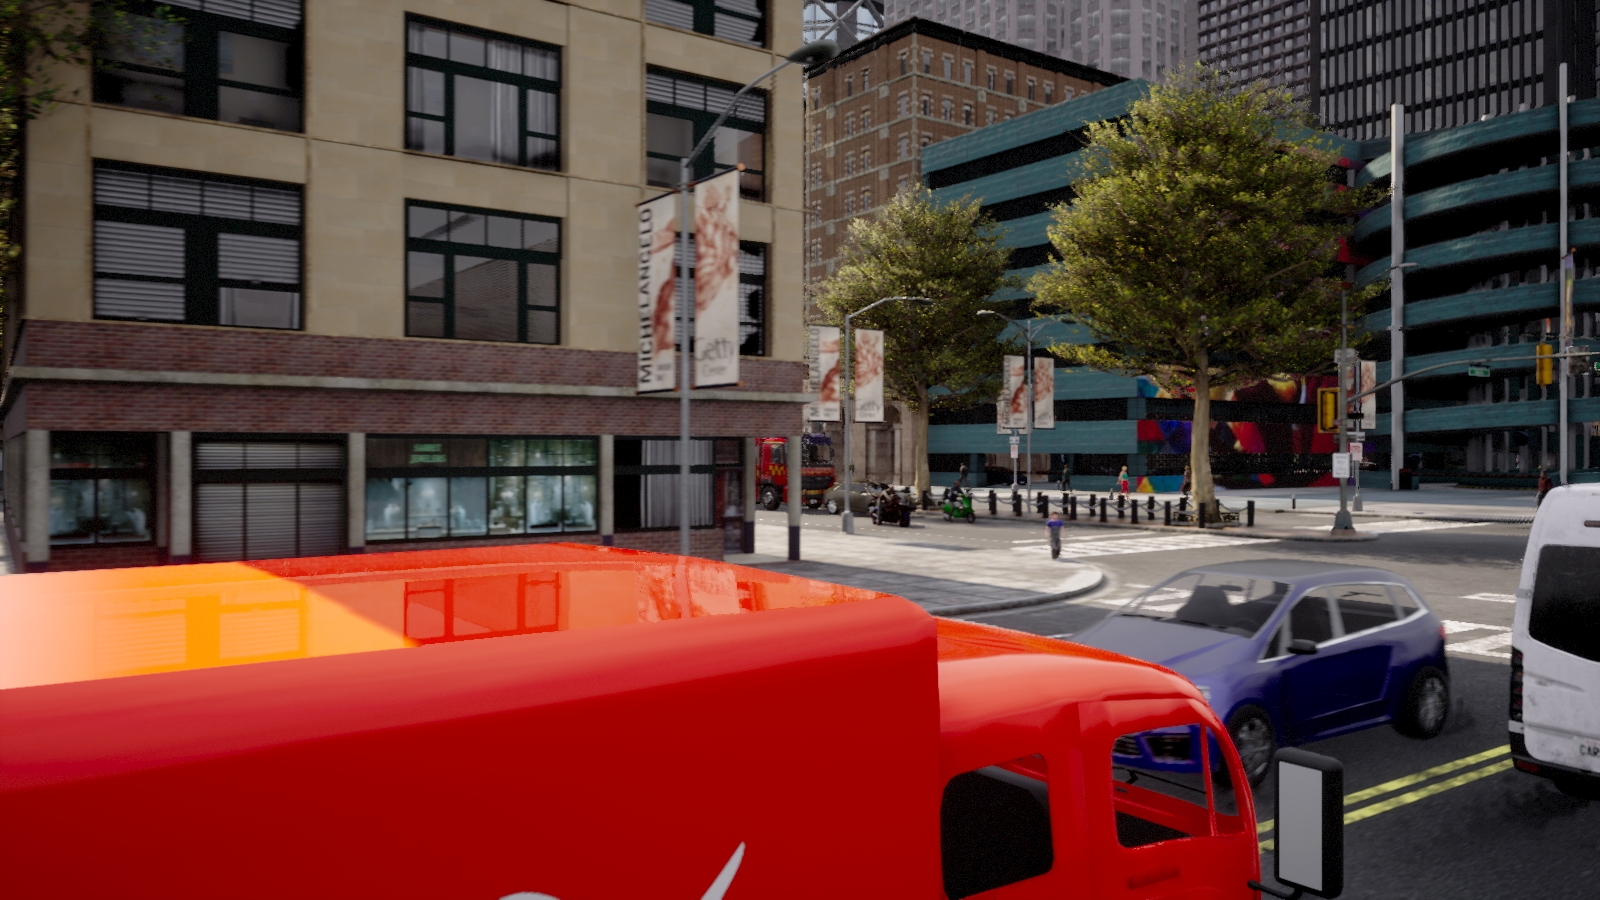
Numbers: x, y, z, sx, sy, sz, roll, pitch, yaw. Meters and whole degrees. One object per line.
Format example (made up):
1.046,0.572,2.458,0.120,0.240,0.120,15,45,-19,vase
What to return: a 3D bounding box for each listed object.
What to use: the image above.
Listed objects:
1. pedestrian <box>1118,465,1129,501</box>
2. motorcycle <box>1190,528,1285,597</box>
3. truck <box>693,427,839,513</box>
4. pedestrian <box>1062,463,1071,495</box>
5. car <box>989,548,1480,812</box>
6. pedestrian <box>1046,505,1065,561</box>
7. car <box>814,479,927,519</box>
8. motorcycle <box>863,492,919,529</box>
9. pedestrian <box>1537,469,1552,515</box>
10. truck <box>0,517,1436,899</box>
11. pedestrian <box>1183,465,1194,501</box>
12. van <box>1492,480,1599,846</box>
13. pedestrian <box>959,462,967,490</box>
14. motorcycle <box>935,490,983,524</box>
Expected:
16.804,1.696,59.387,0.375,1.860,0.375,0,0,-35,pedestrian
8.685,2.212,22.784,0.803,1.145,2.033,-3,0,-10,motorcycle
-1.809,0.891,55.432,2.891,3.827,8.468,0,0,-35,truck
15.749,1.695,67.501,0.375,1.860,0.375,0,0,-30,pedestrian
4.295,1.968,11.067,4.611,1.667,2.242,0,0,-35,car
6.089,1.977,27.271,0.375,1.300,0.375,0,0,2,pedestrian
2.932,2.061,48.736,2.231,1.480,4.892,0,0,-35,car
3.338,2.205,42.111,0.867,1.251,2.209,0,0,-35,motorcycle
30.229,1.696,46.375,0.375,1.860,0.375,0,0,-20,pedestrian
-0.894,1.568,3.159,5.204,2.467,2.627,0,0,-35,truck
19.964,1.696,58.756,0.375,1.860,0.375,0,0,-23,pedestrian
8.267,1.534,9.588,5.915,2.561,1.988,0,0,-35,van
10.782,1.695,75.428,0.375,1.860,0.375,0,0,-32,pedestrian
6.140,2.181,44.186,0.856,1.236,1.805,0,0,-35,motorcycle
